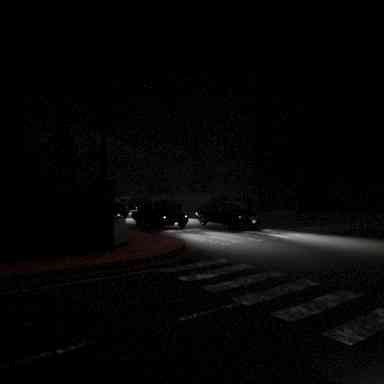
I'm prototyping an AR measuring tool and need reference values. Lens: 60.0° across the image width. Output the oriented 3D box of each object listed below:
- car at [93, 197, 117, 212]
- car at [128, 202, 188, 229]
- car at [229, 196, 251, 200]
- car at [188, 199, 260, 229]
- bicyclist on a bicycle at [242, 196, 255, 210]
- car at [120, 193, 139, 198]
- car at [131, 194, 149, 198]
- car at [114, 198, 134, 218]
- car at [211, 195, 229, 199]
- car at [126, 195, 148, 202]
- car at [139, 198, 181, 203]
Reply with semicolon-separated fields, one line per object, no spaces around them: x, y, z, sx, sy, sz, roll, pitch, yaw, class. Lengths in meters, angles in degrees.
-10.172;1.436;39.255;2.128;1.511;4.902;0;0;-8;car
-2.135;1.545;21.369;1.895;1.301;4.718;0;0;-33;car
10.198;1.422;65.081;5.008;1.535;1.882;0;0;-35;car
2.171;1.436;21.176;2.128;1.511;4.902;0;0;-35;car
6.197;1.245;36.575;1.656;1.620;0.582;0;0;-25;bicyclist on a bicycle
-9.903;1.167;52.469;2.150;2.045;5.566;0;0;12;car
-7.054;1.435;47.810;2.128;1.511;4.902;0;0;6;car
-7.149;1.492;29.611;2.033;1.411;5.357;0;0;-26;car
5.924;1.421;65.828;5.008;1.535;1.882;0;0;-41;car
-6.413;1.449;37.909;1.837;1.490;4.892;0;0;-11;car
-2.636;1.508;28.682;1.994;1.385;4.181;0;0;-30;car
